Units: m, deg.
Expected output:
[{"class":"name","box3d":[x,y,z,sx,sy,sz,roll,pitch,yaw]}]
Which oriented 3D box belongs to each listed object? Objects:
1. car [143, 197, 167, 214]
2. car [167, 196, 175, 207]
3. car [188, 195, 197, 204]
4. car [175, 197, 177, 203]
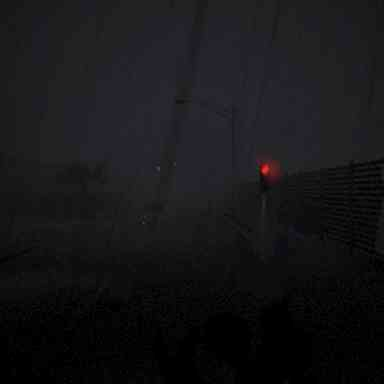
[{"class":"car","box3d":[-4.038,1.436,35.499,1.882,1.535,5.008,0,0,0]},{"class":"car","box3d":[-3.999,1.466,51.138,1.812,1.442,4.674,0,0,0]},{"class":"car","box3d":[0.107,1.430,63.501,1.837,1.490,4.892,0,0,0]},{"class":"car","box3d":[-3.928,1.486,65.100,1.994,1.385,4.181,0,0,1]}]
